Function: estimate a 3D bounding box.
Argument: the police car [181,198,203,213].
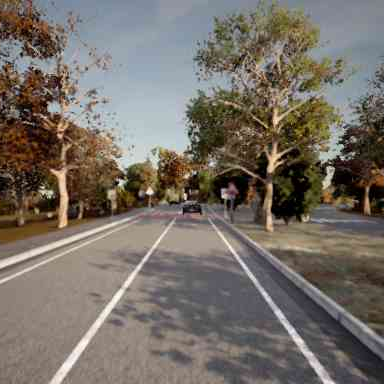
[{"bbox_3d":[0.000,1.429,32.298,1.930,1.638,5.238,0,-1,0],"label":"police car"}]
